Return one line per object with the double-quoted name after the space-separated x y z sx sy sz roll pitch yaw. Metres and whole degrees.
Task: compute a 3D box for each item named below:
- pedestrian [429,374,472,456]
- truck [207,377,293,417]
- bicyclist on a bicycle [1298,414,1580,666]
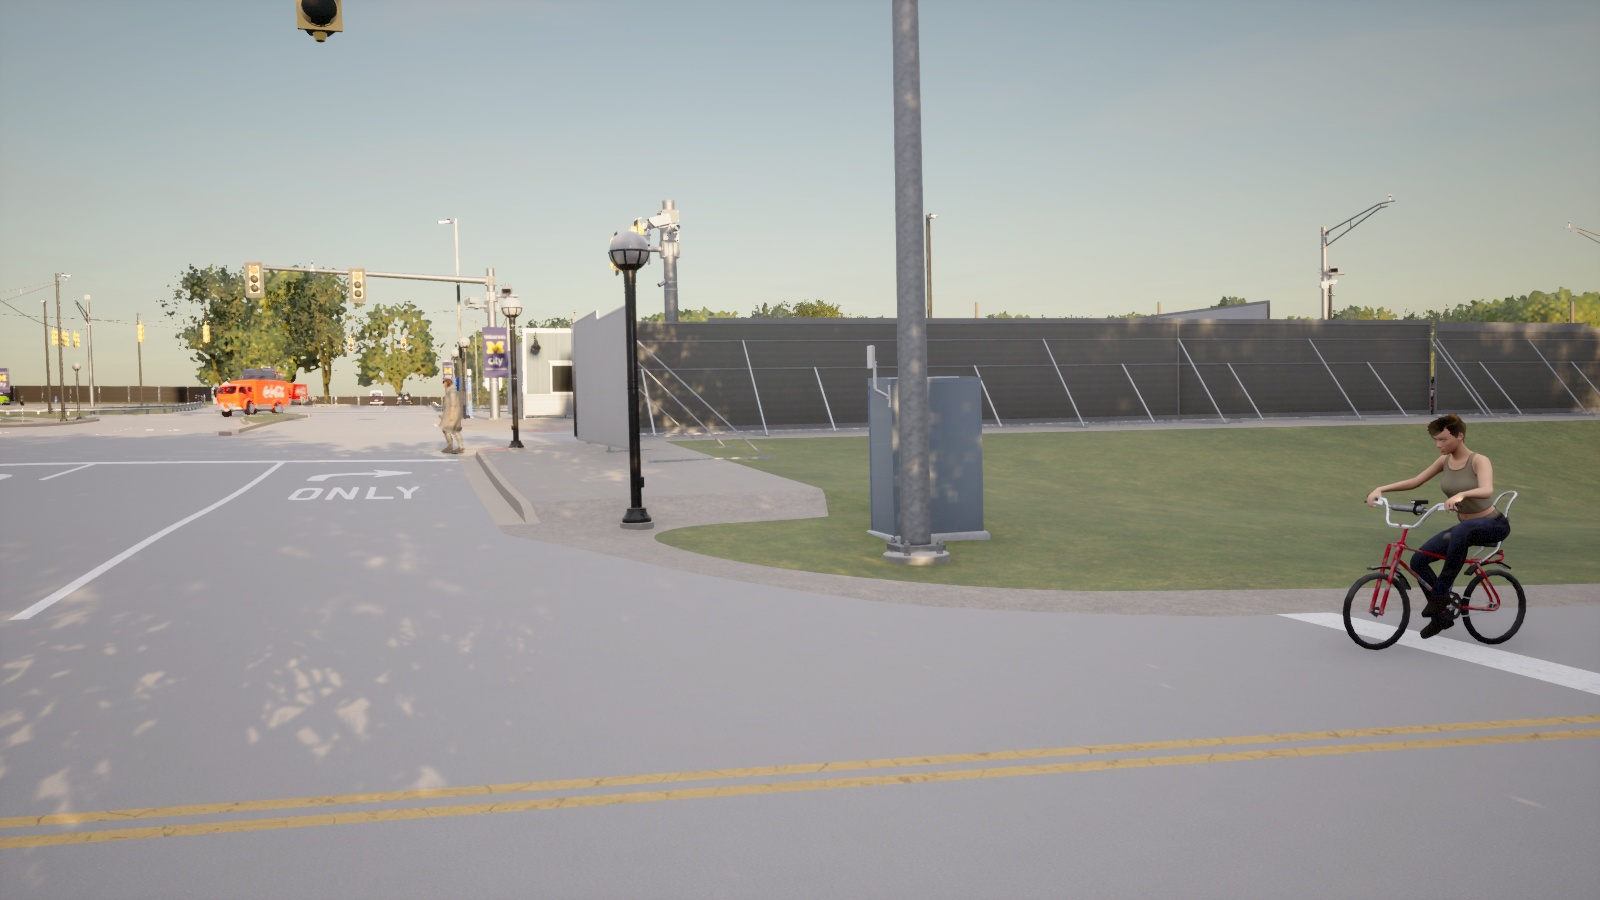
-8.493 -0.854 30.542 0.873 1.952 0.659 -2 2 -9 "pedestrian"
-37.837 -3.627 86.565 2.627 2.467 5.204 -3 1 14 "truck"
4.373 0.568 8.649 1.509 1.612 0.866 0 1 -14 "bicyclist on a bicycle"
